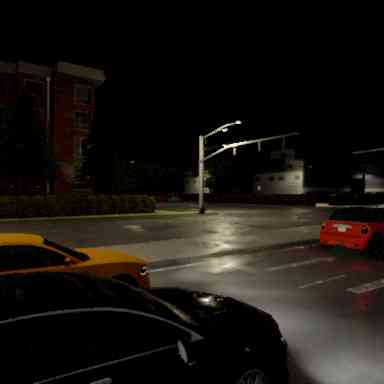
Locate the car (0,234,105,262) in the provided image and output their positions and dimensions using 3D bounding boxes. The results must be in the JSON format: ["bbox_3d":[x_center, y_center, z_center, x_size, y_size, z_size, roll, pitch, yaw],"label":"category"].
[{"bbox_3d":[-3.131,1.480,5.826,5.008,1.535,1.882,0,0,-36],"label":"car"}]

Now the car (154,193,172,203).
[{"bbox_3d":[-7.331,1.325,74.356,2.150,2.045,5.566,0,0,-35],"label":"car"}]

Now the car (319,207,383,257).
[{"bbox_3d":[7.191,1.387,13.428,4.553,1.767,2.097,0,0,-37],"label":"car"}]

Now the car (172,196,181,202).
[{"bbox_3d":[-4.238,1.633,76.039,1.812,1.442,4.674,0,0,-35],"label":"car"}]

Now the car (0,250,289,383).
[{"bbox_3d":[-1.192,1.508,2.912,4.892,1.490,1.837,0,0,-36],"label":"car"}]
